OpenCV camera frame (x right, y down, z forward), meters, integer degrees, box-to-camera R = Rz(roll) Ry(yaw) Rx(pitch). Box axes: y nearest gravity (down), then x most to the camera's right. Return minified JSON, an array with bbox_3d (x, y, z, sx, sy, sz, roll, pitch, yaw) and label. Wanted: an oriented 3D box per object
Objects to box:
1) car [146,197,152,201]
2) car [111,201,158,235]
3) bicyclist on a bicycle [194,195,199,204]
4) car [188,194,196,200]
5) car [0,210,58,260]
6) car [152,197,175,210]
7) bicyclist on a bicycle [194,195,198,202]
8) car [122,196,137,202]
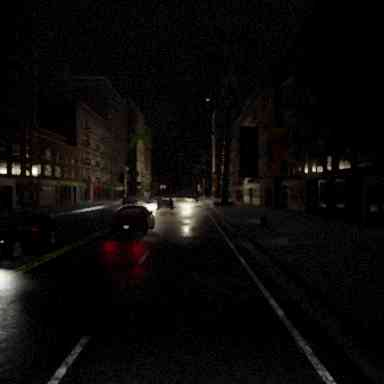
[{"bbox_3d":[-6.541,1.482,55.553,1.895,1.301,4.718,0,0,1],"label":"car"},{"bbox_3d":[-3.149,1.465,18.175,1.812,1.442,4.674,0,0,0],"label":"car"},{"bbox_3d":[0.897,1.340,60.849,0.582,1.620,1.656,0,-1,0],"label":"bicyclist on a bicycle"},{"bbox_3d":[0.005,1.318,89.204,1.994,1.385,4.181,0,0,0],"label":"car"},{"bbox_3d":[-6.600,1.464,12.311,1.837,1.490,4.892,0,0,0],"label":"car"},{"bbox_3d":[-3.148,1.375,40.231,2.128,1.511,4.902,0,0,0],"label":"car"},{"bbox_3d":[0.894,1.340,69.863,0.866,1.612,1.509,0,0,0],"label":"bicyclist on a bicycle"},{"bbox_3d":[-9.814,1.370,52.408,2.128,1.511,4.902,0,0,0],"label":"car"}]
